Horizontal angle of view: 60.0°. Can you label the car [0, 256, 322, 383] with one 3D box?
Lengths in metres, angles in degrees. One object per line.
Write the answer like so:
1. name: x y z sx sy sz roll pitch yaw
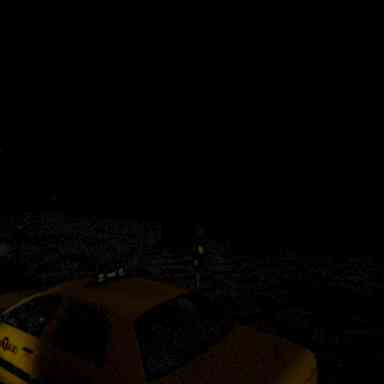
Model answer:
1. car: -1.110 1.528 3.764 4.829 1.417 1.752 0 0 36
